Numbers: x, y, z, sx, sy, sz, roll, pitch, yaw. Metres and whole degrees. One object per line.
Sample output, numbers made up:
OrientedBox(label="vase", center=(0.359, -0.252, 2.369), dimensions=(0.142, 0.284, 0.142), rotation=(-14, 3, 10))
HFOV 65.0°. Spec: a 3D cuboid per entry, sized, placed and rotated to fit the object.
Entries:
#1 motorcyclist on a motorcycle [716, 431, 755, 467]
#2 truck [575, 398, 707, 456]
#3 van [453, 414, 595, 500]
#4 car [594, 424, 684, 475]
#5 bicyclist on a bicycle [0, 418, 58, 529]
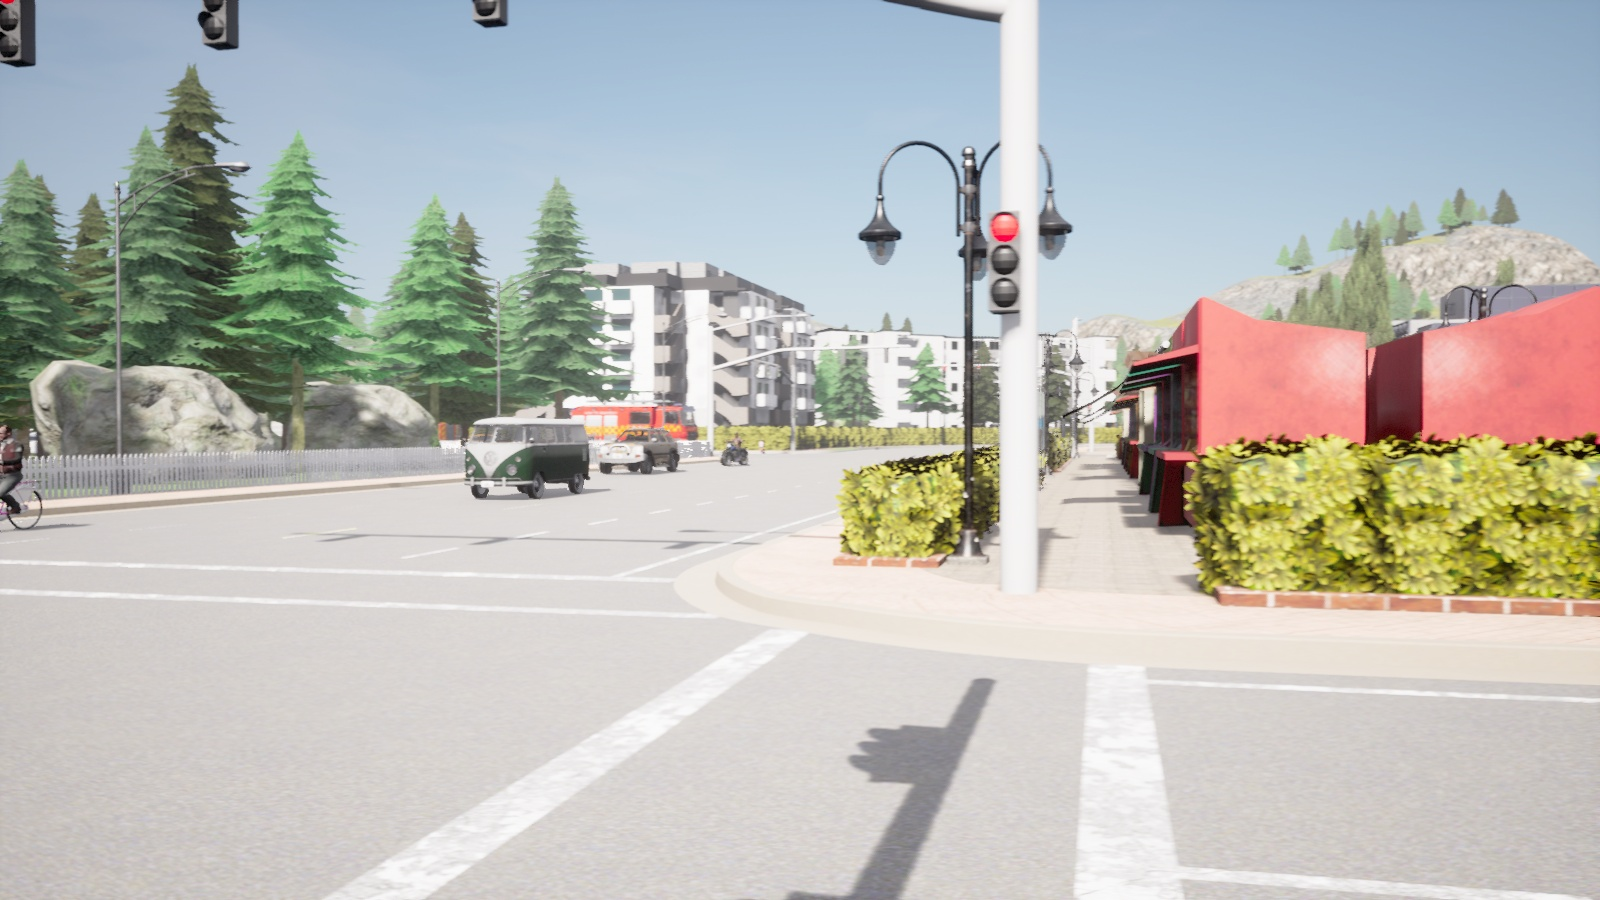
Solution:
OrientedBox(label="motorcyclist on a motorcycle", center=(-3.049, -0.056, 59.327), dimensions=(0.766, 1.649, 2.350), rotation=(1, 1, 27))
OrientedBox(label="truck", center=(-10.898, -1.611, 86.140), dimensions=(8.468, 3.827, 2.891), rotation=(1, 1, 15))
OrientedBox(label="van", center=(-6.846, 0.130, 31.664), dimensions=(1.775, 1.987, 4.442), rotation=(1, 1, 12))
OrientedBox(label="car", center=(-6.209, -0.055, 48.898), dimensions=(1.932, 1.855, 4.605), rotation=(1, 1, 14))
OrientedBox(label="bicyclist on a bicycle", center=(-13.152, 0.374, 20.542), dimensions=(0.659, 1.776, 1.843), rotation=(1, 1, 14))
